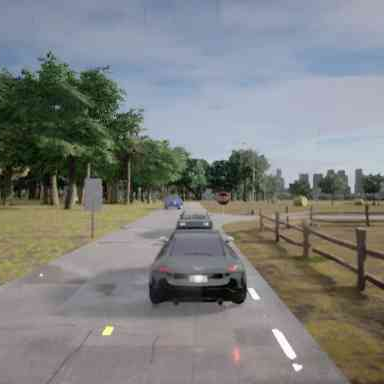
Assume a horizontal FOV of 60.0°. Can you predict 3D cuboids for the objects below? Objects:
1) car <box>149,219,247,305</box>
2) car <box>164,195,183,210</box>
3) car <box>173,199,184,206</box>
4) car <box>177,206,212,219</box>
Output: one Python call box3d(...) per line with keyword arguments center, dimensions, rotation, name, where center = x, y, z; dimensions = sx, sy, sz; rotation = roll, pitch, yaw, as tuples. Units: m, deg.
box3d(center=(0.111, 1.599, 8.220), dimensions=(1.994, 1.385, 4.181), rotation=(0, 0, 0), name="car")
box3d(center=(-2.803, 1.520, 48.069), dimensions=(2.150, 2.045, 5.566), rotation=(0, 0, 0), name="car")
box3d(center=(-2.697, 2.071, 67.880), dimensions=(2.033, 1.411, 5.357), rotation=(0, -1, 0), name="car")
box3d(center=(0.214, 1.694, 19.284), dimensions=(1.895, 1.301, 4.718), rotation=(0, 0, 2), name="car")
